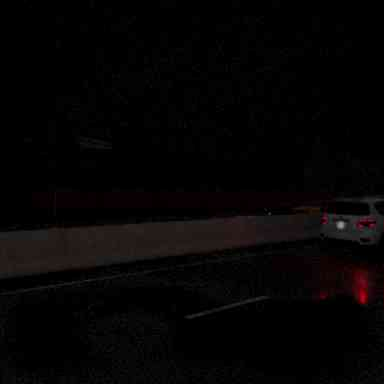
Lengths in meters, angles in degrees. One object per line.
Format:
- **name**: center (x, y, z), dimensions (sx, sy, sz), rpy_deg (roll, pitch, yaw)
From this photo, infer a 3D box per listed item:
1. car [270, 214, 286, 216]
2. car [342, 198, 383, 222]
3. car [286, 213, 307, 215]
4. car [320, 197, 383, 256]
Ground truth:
- **car**: center (9.363, 1.583, 32.169), dimensions (5.357, 1.411, 2.033), rpy_deg (0, 0, -36)
- **car**: center (14.608, 1.390, 27.358), dimensions (4.553, 1.767, 2.097), rpy_deg (0, 0, -36)
- **car**: center (10.766, 1.512, 28.894), dimensions (5.008, 1.535, 1.882), rpy_deg (0, 0, -36)
- **car**: center (7.478, 1.240, 13.382), dimensions (5.566, 2.045, 2.150), rpy_deg (0, 0, -35)
